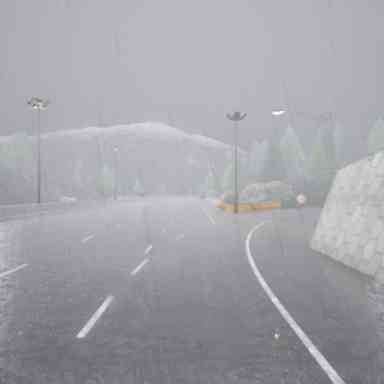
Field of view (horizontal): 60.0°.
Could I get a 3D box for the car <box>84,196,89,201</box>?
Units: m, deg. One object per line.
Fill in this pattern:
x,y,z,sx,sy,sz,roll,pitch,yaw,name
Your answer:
-28.077,1.985,90.970,1.837,1.490,4.892,0,0,0,car

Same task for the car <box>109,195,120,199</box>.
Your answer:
-21.077,1.710,90.947,2.150,2.045,5.566,0,0,0,car

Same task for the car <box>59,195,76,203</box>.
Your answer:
-28.063,1.628,75.108,2.150,2.045,5.566,0,0,0,car

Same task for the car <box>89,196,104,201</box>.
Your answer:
-21.063,1.998,75.112,1.895,1.301,4.718,0,0,0,car
